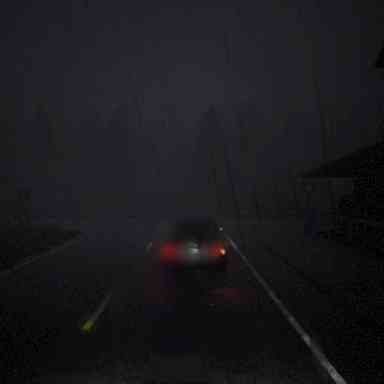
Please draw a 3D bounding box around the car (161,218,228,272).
[{"bbox_3d":[0.073,1.536,10.751,2.033,1.411,5.357,0,0,0],"label":"car"}]
